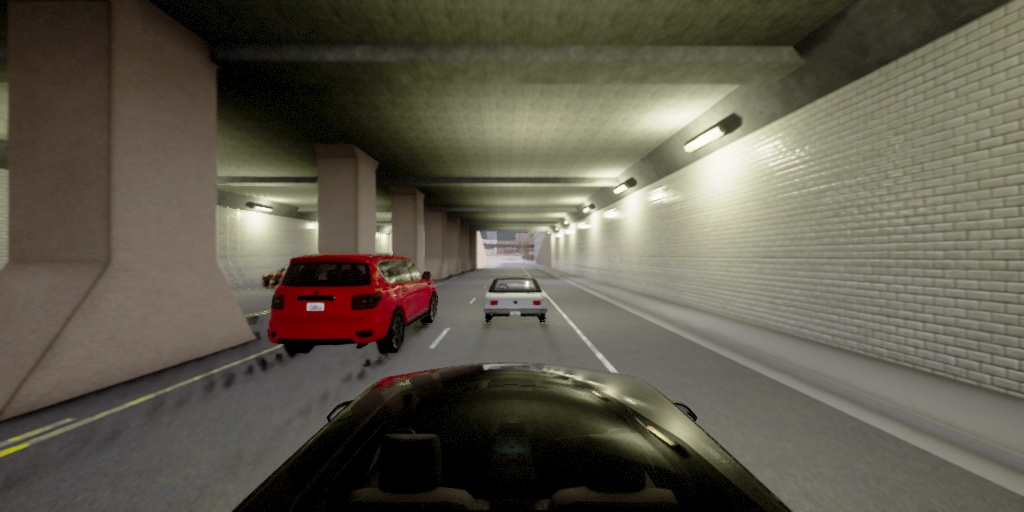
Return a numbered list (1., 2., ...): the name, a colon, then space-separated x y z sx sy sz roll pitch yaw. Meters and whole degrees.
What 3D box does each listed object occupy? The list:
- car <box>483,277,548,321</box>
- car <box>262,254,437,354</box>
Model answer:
1. car: 0.098 1.357 12.387 1.895 1.301 4.718 0 0 0
2. car: -3.402 0.976 8.889 2.150 2.045 5.566 0 0 0
